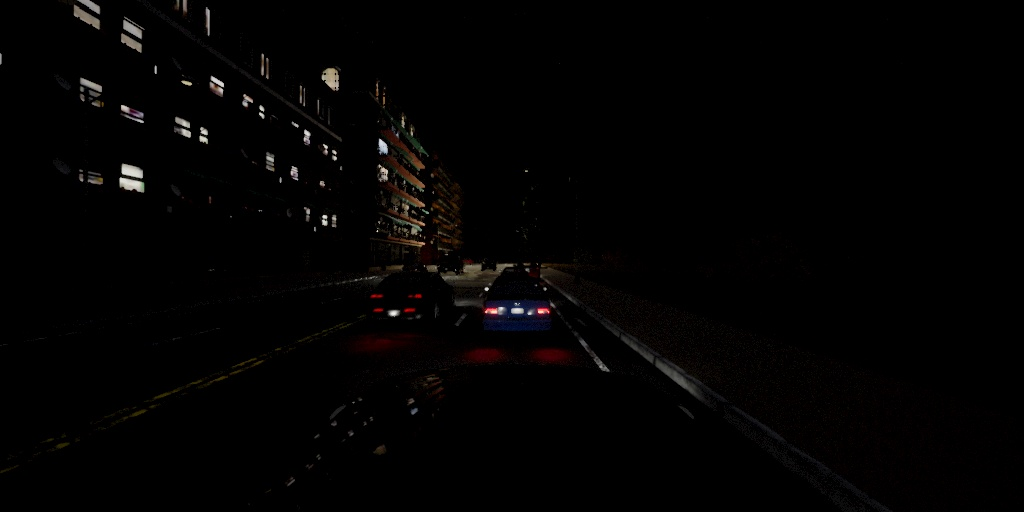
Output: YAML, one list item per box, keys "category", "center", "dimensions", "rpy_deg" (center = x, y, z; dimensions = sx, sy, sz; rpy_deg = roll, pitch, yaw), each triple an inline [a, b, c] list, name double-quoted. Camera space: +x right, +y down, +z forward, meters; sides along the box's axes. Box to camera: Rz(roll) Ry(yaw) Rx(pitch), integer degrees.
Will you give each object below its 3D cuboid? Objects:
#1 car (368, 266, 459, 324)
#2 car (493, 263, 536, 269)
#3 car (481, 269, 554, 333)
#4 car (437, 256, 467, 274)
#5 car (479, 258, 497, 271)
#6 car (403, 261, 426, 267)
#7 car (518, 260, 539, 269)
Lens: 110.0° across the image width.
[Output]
- category: "car"
  center: [-3.131, 1.256, 11.931]
  dimensions: [1.837, 1.490, 4.892]
  rpy_deg: [0, 0, 0]
- category: "car"
  center: [0.134, 1.317, 21.017]
  dimensions: [1.994, 1.385, 4.181]
  rpy_deg: [0, 0, 1]
- category: "car"
  center: [0.121, 1.299, 10.684]
  dimensions: [2.033, 1.411, 5.357]
  rpy_deg: [0, 0, 0]
- category: "car"
  center: [-6.527, 0.974, 38.484]
  dimensions: [2.150, 2.045, 5.566]
  rpy_deg: [0, 0, 0]
- category: "car"
  center: [-3.055, 1.242, 48.457]
  dimensions: [2.128, 1.511, 4.902]
  rpy_deg: [0, 0, 0]
- category: "car"
  center: [-9.793, 1.279, 36.093]
  dimensions: [1.812, 1.442, 4.674]
  rpy_deg: [0, 0, 0]
- category: "car"
  center: [1.195, 1.104, 29.951]
  dimensions: [2.097, 1.767, 4.553]
  rpy_deg: [0, 0, 0]
